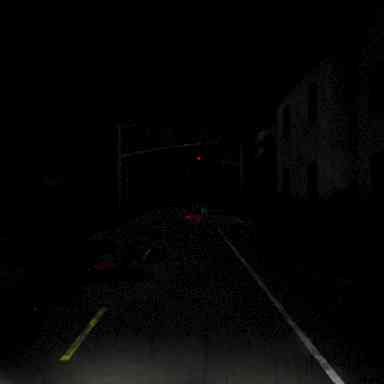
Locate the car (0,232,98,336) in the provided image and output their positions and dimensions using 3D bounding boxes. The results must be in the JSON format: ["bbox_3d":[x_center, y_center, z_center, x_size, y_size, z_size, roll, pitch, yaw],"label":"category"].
[{"bbox_3d":[-3.562,1.622,7.163,2.033,1.411,5.357,0,-1,0],"label":"car"}]

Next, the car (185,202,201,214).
[{"bbox_3d":[0.129,1.918,41.284,2.128,1.511,4.902,0,0,0],"label":"car"}]
